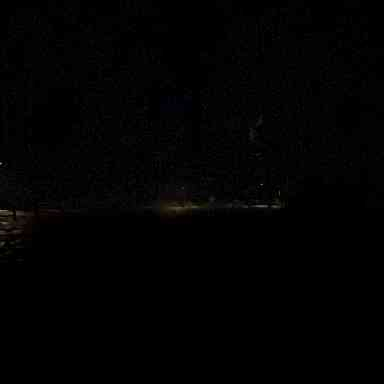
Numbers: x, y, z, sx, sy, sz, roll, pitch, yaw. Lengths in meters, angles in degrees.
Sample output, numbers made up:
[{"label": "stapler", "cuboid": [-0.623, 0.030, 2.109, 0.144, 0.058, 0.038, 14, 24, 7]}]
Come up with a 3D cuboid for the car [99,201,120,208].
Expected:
[{"label": "car", "cuboid": [-17.709, 2.637, 71.000, 1.882, 1.535, 5.008, -1, -2, 35]}]
